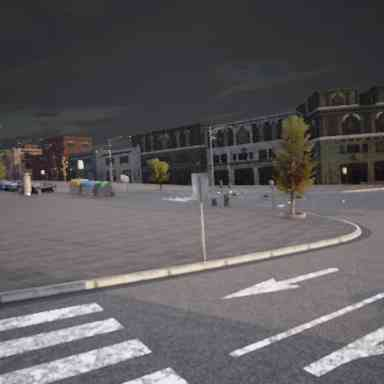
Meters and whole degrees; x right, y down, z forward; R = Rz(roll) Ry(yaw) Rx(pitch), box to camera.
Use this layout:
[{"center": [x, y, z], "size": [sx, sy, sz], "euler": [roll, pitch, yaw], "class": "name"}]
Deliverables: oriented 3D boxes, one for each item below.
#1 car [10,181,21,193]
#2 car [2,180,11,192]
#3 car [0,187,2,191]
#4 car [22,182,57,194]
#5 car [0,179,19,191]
[{"center": [-24.477, -0.741, 50.831], "size": [2.231, 1.521, 4.892], "euler": [1, 6, 17], "class": "car"}, {"center": [-26.875, -0.832, 52.561], "size": [2.002, 1.452, 4.674], "euler": [0, 6, 16], "class": "car"}, {"center": [-29.273, -1.000, 54.272], "size": [2.097, 1.535, 5.008], "euler": [1, 6, 16], "class": "car"}, {"center": [-22.115, -0.574, 49.043], "size": [2.163, 1.488, 4.792], "euler": [1, 6, 17], "class": "car"}, {"center": [-31.708, -1.245, 55.913], "size": [2.185, 1.767, 4.553], "euler": [0, 6, 15], "class": "car"}]
